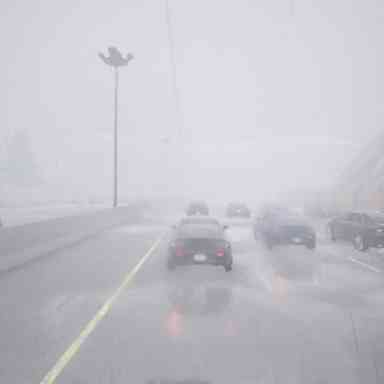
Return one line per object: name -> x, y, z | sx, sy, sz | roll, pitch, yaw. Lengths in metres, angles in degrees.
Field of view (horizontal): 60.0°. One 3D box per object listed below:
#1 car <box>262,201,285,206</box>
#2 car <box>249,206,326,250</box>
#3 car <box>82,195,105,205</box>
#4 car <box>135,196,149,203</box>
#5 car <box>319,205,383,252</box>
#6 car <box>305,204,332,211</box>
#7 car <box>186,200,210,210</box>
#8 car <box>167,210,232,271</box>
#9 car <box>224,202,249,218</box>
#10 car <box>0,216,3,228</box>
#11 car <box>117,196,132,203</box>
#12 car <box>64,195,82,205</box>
car -> 7.550, 1.554, 30.545 | 1.812, 1.442, 4.674 | 0, 0, 1
car -> 3.815, 1.541, 14.217 | 1.812, 1.442, 4.674 | 0, 0, 1
car -> -16.643, 1.234, 57.472 | 2.097, 1.767, 4.553 | 0, 0, 2
car -> -9.345, 1.484, 62.671 | 1.994, 1.385, 4.181 | 0, 0, 4
car -> 7.300, 1.539, 14.052 | 1.837, 1.490, 4.892 | 0, 0, 1
car -> 11.009, 1.650, 27.872 | 1.895, 1.301, 4.718 | 0, 0, 1
car -> 0.537, 1.495, 29.692 | 1.837, 1.490, 4.892 | 0, 0, 1
car -> 0.241, 1.522, 10.842 | 1.812, 1.442, 4.674 | 0, 0, 1
car -> 4.043, 1.573, 30.102 | 1.994, 1.385, 4.181 | 0, 0, 1
car -> -10.388, 1.461, 14.874 | 1.812, 1.442, 4.674 | 0, 0, 1
car -> -12.824, 1.467, 63.213 | 1.994, 1.385, 4.181 | 0, 0, 4
car -> -20.174, 1.341, 56.792 | 1.882, 1.535, 5.008 | 0, 0, 2
